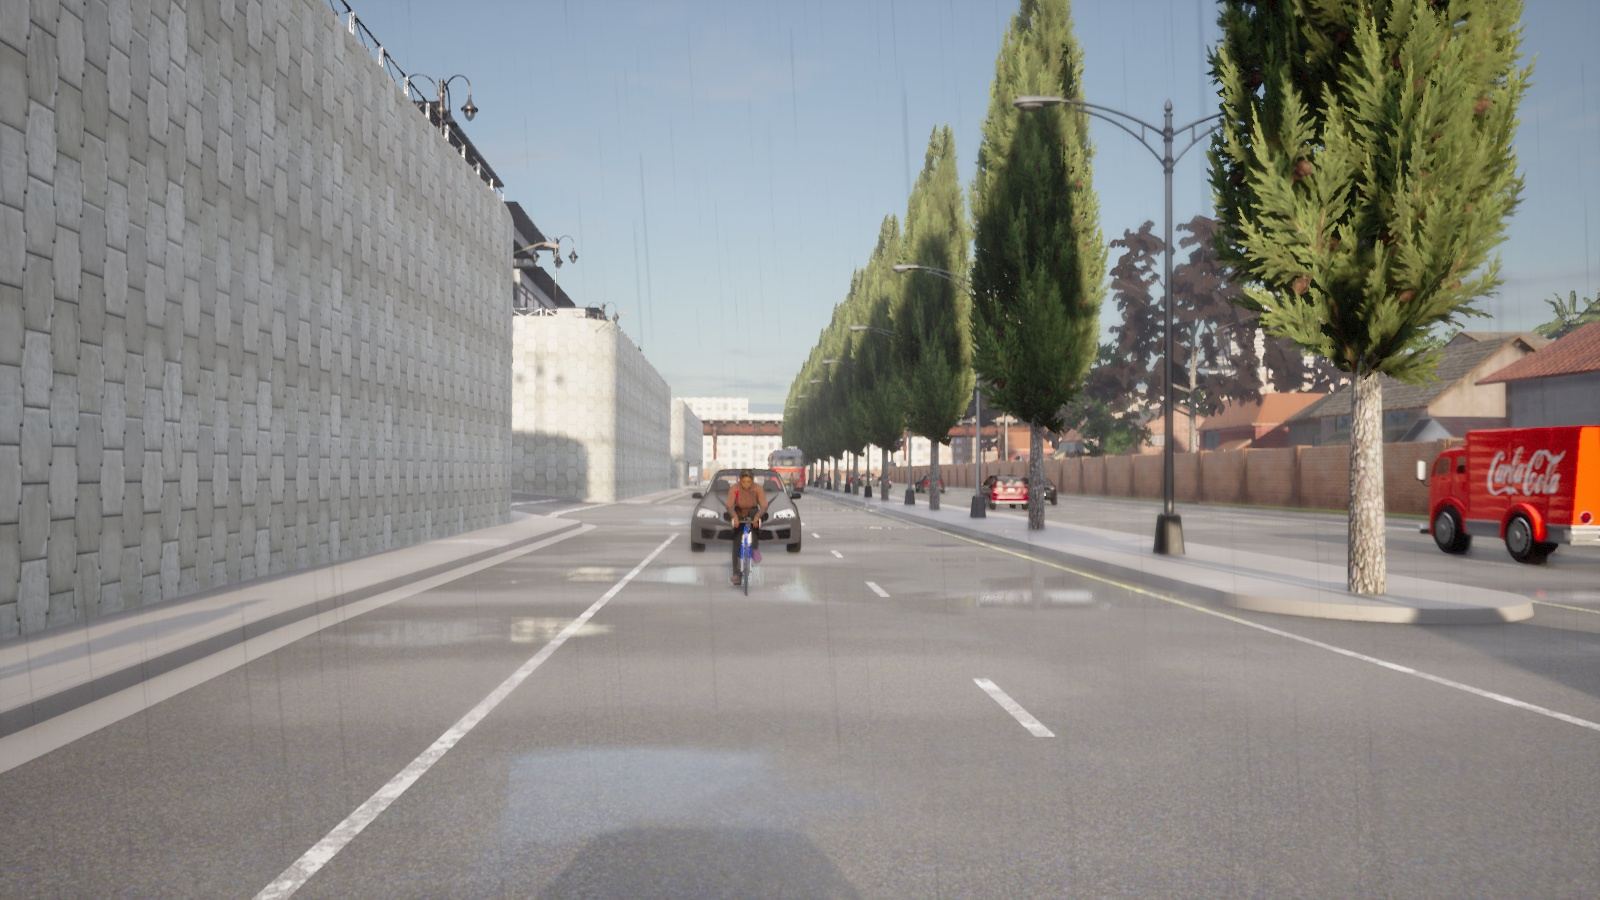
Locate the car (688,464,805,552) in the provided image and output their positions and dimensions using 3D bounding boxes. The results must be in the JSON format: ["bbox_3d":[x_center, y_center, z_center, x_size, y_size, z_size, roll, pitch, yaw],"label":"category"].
[{"bbox_3d":[-1.106,1.147,26.361,2.242,1.667,4.611,0,-1,-2],"label":"car"}]

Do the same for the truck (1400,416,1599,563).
[{"bbox_3d":[14.012,0.710,23.765,2.627,2.467,5.204,0,-1,-3],"label":"truck"}]

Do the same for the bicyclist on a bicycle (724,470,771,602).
[{"bbox_3d":[-0.690,1.071,16.331,0.582,1.620,1.656,0,-1,-3],"label":"bicyclist on a bicycle"}]

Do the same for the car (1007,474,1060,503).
[{"bbox_3d":[12.172,1.982,65.640,1.816,1.474,4.193,0,-1,-3],"label":"car"}]

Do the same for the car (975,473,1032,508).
[{"bbox_3d":[9.079,1.790,56.382,1.789,1.549,3.705,0,-1,-3],"label":"car"}]
